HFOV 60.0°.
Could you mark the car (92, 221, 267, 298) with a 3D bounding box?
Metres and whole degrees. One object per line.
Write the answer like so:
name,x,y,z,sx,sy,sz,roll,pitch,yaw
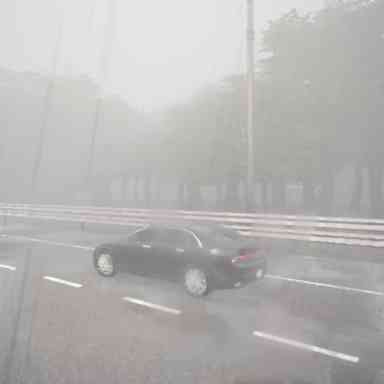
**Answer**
car,-0.531,1.504,8.545,4.892,1.490,1.837,0,0,35
